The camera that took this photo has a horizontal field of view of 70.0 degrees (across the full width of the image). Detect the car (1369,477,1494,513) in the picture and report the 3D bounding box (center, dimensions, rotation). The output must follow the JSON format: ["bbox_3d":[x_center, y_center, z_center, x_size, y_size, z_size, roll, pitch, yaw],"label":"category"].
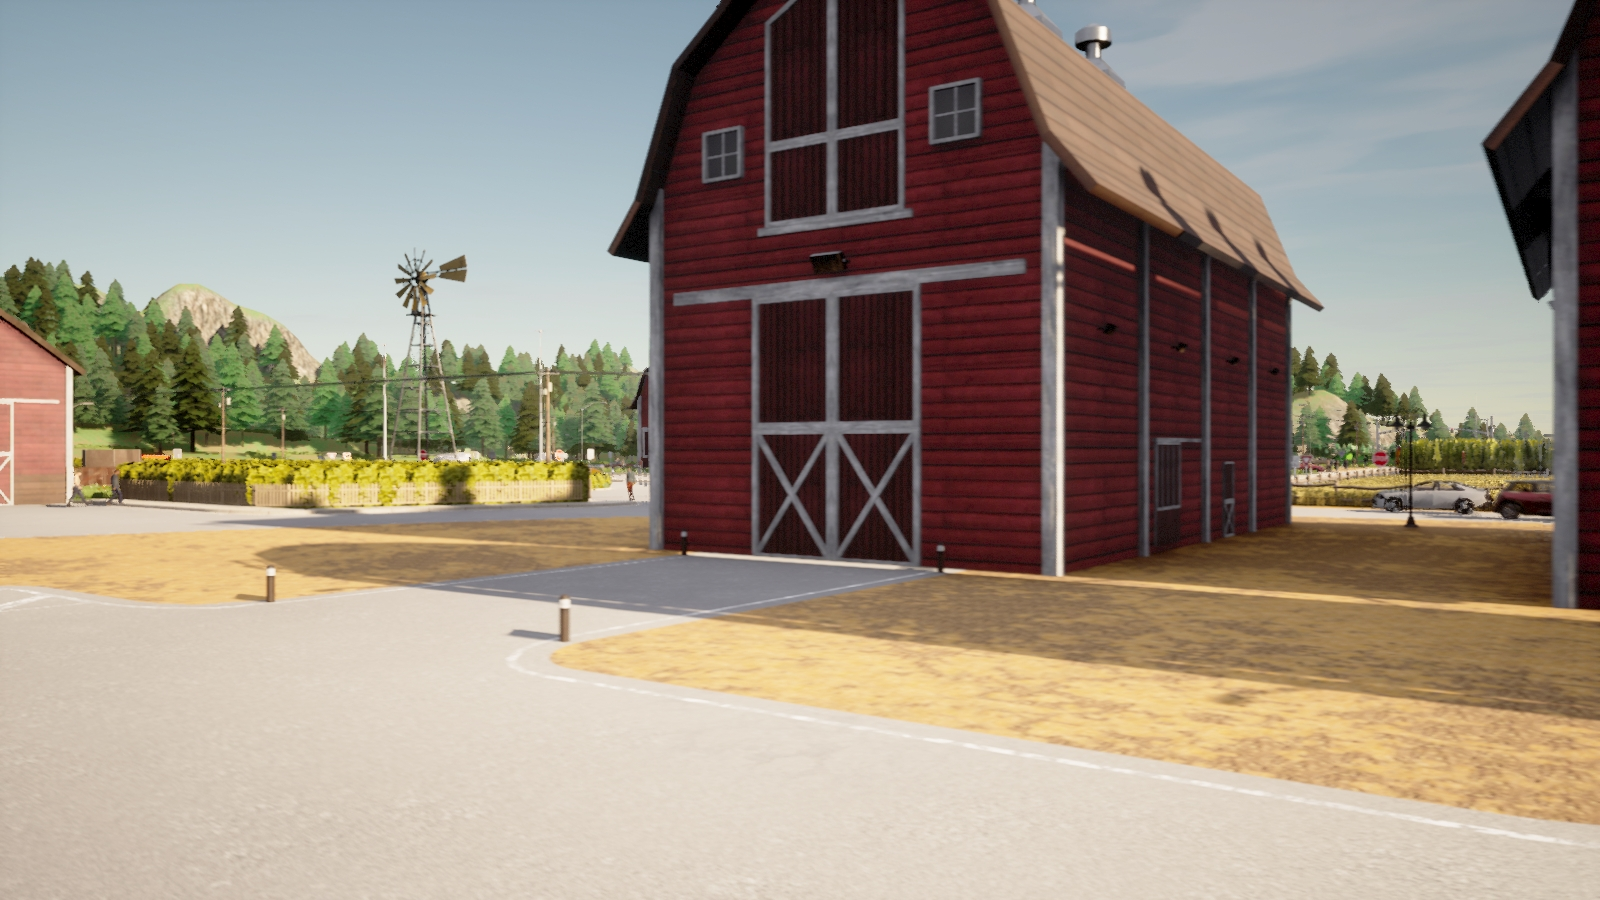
[{"bbox_3d":[29.342,2.047,53.128,4.902,1.511,2.128,0,0,33],"label":"car"}]

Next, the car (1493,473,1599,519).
[{"bbox_3d":[31.680,1.905,47.727,4.553,1.767,2.097,0,0,34],"label":"car"}]

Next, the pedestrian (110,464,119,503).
[{"bbox_3d":[-32.829,1.613,54.729,0.375,1.860,0.375,0,0,-33],"label":"pedestrian"}]

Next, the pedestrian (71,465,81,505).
[{"bbox_3d":[-33.909,1.617,53.507,0.375,1.860,0.375,0,0,-28],"label":"pedestrian"}]

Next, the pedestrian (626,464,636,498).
[{"bbox_3d":[-9.108,1.676,61.651,0.375,1.860,0.375,0,0,25],"label":"pedestrian"}]
